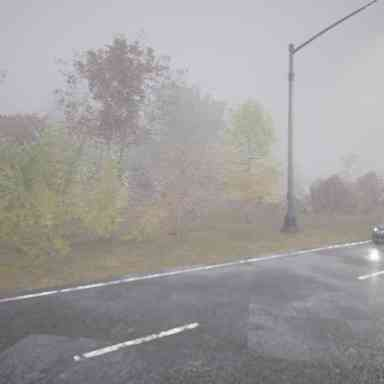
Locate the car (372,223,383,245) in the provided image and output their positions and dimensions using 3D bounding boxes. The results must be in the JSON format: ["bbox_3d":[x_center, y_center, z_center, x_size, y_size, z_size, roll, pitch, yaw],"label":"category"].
[{"bbox_3d":[9.851,1.569,14.707,4.674,1.442,1.812,0,0,-36],"label":"car"}]
